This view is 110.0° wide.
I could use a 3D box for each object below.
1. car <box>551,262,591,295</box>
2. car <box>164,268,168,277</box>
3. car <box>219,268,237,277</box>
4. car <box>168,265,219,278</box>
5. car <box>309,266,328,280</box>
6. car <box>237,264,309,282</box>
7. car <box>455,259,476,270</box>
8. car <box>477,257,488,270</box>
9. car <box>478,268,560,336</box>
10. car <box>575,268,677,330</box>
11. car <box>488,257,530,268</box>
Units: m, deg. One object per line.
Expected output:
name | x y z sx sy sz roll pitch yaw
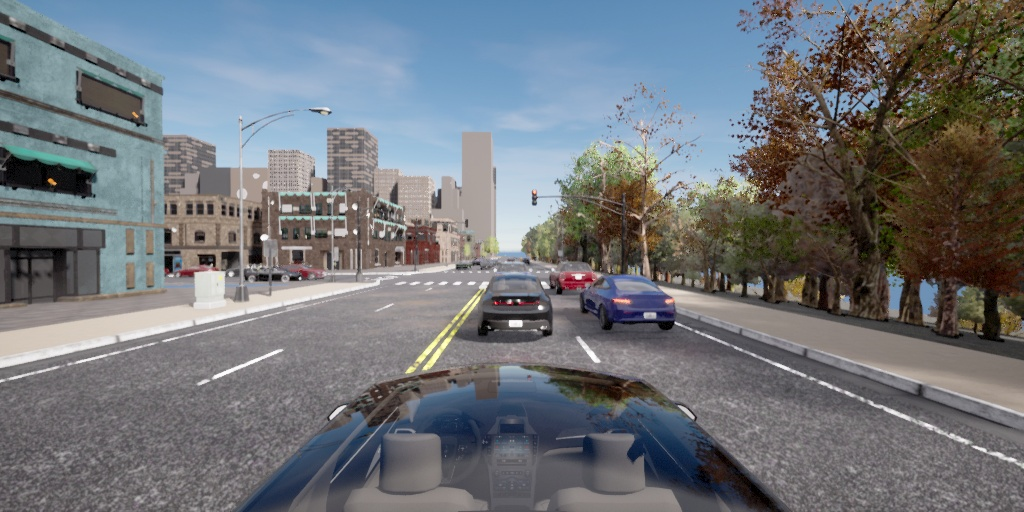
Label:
car | 3.298 1.088 19.936 2.097 1.767 4.553 0 0 0
car | -39.462 1.691 38.683 4.207 1.307 1.802 0 0 0
car | -28.392 1.534 38.703 4.403 1.370 2.007 0 0 0
car | -33.928 1.629 38.693 4.207 1.307 1.802 0 0 0
car | -19.494 1.470 32.929 4.674 1.442 1.812 0 1 -1
car | -20.033 1.545 30.216 4.313 1.339 1.948 0 0 0
car | -6.740 1.308 50.572 1.895 1.301 4.718 0 0 2
car | -3.518 1.208 50.974 1.837 1.490 4.892 0 1 -2
car | 0.075 1.248 10.350 1.837 1.490 4.892 0 0 0
car | 3.324 1.268 10.948 1.812 1.442 4.674 0 0 0
car | 0.048 1.088 19.259 2.097 1.767 4.553 0 0 0
